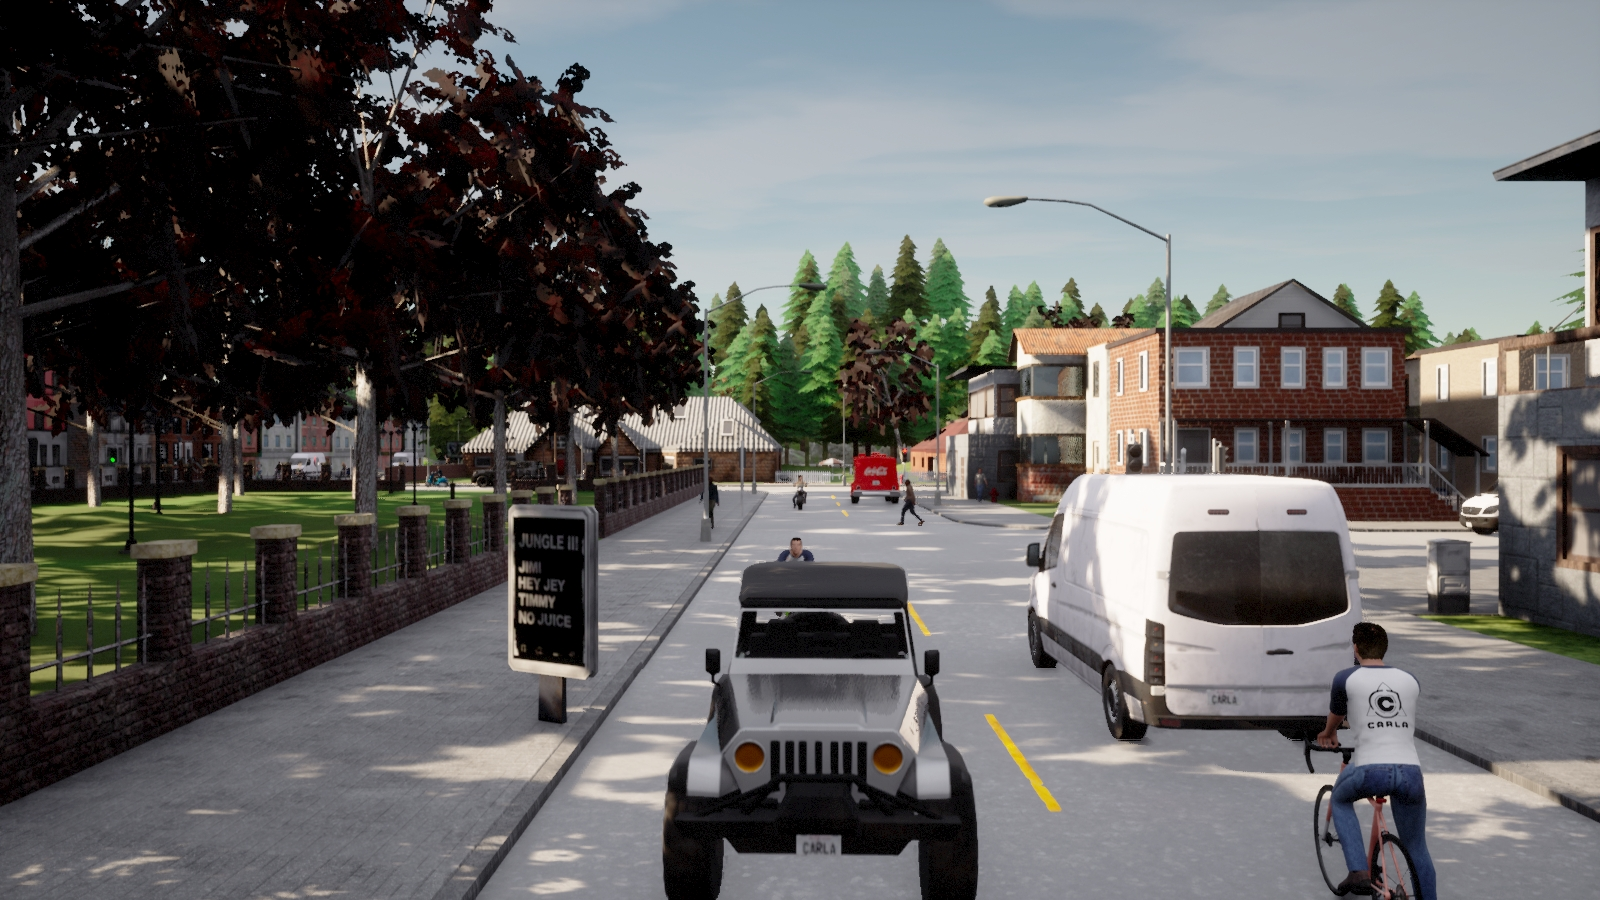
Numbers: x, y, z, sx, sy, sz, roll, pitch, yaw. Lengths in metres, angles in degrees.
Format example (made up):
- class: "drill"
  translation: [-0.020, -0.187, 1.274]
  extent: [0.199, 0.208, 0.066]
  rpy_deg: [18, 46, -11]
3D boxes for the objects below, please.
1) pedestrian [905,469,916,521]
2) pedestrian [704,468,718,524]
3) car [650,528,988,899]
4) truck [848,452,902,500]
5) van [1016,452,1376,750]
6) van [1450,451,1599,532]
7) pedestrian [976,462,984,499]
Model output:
- class: "pedestrian"
  translation: [4.054, 1.645, 41.882]
  extent: [0.375, 1.860, 0.375]
  rpy_deg: [0, 0, 3]
- class: "pedestrian"
  translation: [-2.988, 1.540, 38.416]
  extent: [0.375, 1.860, 0.375]
  rpy_deg: [0, 0, 15]
- class: "car"
  translation: [0.170, 1.642, 8.380]
  extent: [1.905, 1.878, 3.866]
  rpy_deg: [0, 0, 2]
- class: "truck"
  translation: [3.969, 1.372, 61.570]
  extent: [2.627, 2.467, 5.204]
  rpy_deg: [0, 0, 1]
- class: "van"
  translation: [4.000, 1.321, 12.878]
  extent: [1.988, 2.561, 5.915]
  rpy_deg: [0, 0, 0]
- class: "van"
  translation: [24.712, 1.329, 37.232]
  extent: [5.915, 2.561, 1.988]
  rpy_deg: [0, 0, 0]
- class: "pedestrian"
  translation: [9.178, 1.547, 58.152]
  extent: [0.375, 1.860, 0.375]
  rpy_deg: [0, 0, 11]
